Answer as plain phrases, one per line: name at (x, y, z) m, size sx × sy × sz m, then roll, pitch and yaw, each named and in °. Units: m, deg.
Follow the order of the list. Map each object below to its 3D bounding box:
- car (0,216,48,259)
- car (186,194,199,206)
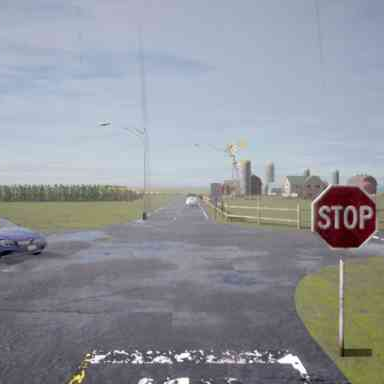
car at (-7.273, 1.553, 11.736) m, size 4.674 × 1.442 × 1.812 m, roll 0°, pitch 0°, yaw 25°
car at (0.013, 1.521, 54.483) m, size 1.812 × 1.442 × 4.674 m, roll 0°, pitch 0°, yaw 0°
